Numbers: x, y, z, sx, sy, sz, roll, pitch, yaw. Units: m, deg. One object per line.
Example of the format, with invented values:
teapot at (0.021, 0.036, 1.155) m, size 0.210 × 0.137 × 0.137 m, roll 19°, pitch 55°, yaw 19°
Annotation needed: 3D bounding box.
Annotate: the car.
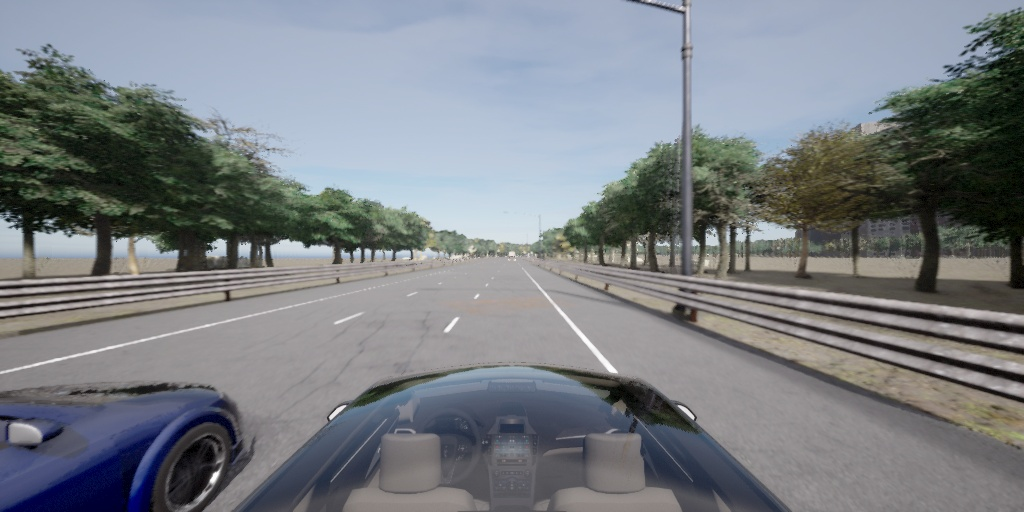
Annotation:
car at (-3.400, 1.314, 1.510) m, size 1.994 × 1.385 × 4.181 m, roll 0°, pitch 0°, yaw 0°
